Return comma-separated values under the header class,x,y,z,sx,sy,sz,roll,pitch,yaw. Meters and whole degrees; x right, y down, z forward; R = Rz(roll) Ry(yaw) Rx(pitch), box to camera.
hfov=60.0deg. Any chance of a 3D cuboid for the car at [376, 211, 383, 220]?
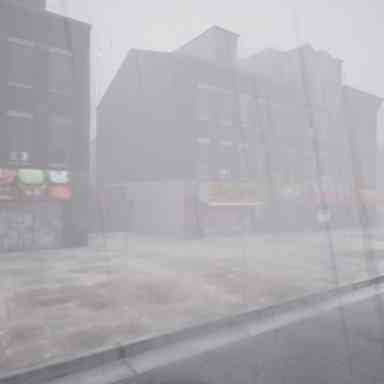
class,x,y,z,sx,sy,sz,roll,pitch,yaw
car,25.429,2.960,42.756,2.008,1.369,4.403,-1,-1,-36
